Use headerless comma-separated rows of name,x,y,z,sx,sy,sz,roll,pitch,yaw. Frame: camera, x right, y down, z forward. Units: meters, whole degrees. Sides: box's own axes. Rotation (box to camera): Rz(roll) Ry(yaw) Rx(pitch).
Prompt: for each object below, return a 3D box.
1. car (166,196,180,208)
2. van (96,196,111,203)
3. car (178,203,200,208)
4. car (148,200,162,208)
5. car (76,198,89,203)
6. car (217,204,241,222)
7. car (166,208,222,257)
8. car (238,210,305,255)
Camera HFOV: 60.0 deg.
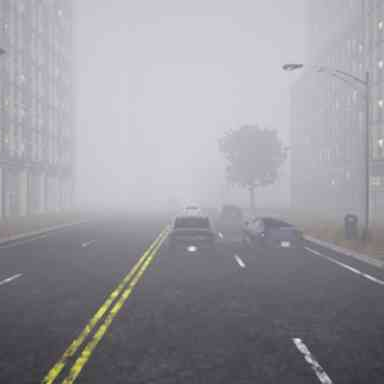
car,-3.313,1.767,58.944,2.150,2.045,5.566,0,0,0
van,-22.655,1.954,84.339,3.998,1.788,1.690,0,0,1
car,0.021,1.808,28.883,1.812,1.442,4.674,0,0,0
car,-6.557,2.073,59.230,1.812,1.442,4.674,0,0,0
car,-28.194,2.132,84.384,4.507,1.381,1.887,0,0,1
car,3.274,1.764,29.242,1.882,1.535,5.008,0,0,0
car,0.018,1.642,13.487,1.837,1.490,4.892,0,0,0
car,3.274,1.665,13.887,1.812,1.442,4.674,0,0,0
